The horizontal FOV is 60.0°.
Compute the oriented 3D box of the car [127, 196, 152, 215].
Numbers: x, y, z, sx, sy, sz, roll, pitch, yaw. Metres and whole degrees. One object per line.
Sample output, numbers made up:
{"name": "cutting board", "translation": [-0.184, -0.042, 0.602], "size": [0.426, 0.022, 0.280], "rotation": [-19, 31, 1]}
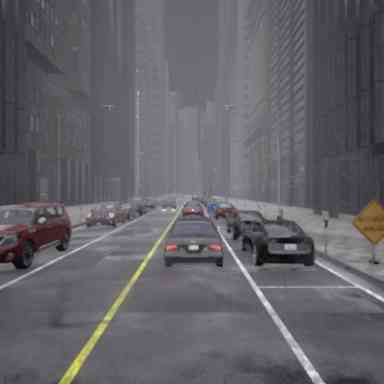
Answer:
{"name": "car", "translation": [-5.769, 1.362, 33.811], "size": [2.192, 1.841, 5.009], "rotation": [0, 0, 0]}

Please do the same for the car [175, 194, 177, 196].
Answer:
{"name": "car", "translation": [-5.782, 1.463, 84.296], "size": [2.192, 1.841, 5.009], "rotation": [0, 0, 0]}

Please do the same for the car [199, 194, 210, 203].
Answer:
{"name": "car", "translation": [2.746, 1.438, 73.092], "size": [2.192, 1.841, 5.009], "rotation": [0, 0, 0]}

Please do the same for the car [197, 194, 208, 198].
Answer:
{"name": "car", "translation": [2.747, 1.425, 67.482], "size": [2.192, 1.841, 5.009], "rotation": [0, 0, 0]}

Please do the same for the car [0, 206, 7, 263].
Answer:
{"name": "car", "translation": [-5.762, 1.322, 5.764], "size": [2.192, 1.841, 5.009], "rotation": [0, 0, 0]}

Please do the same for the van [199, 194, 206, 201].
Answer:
{"name": "van", "translation": [2.742, 1.502, 89.919], "size": [1.690, 1.788, 3.998], "rotation": [0, 0, 0]}

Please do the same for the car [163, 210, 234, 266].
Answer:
{"name": "car", "translation": [0.063, 1.562, 11.558], "size": [2.033, 1.411, 5.357], "rotation": [0, 0, 0]}

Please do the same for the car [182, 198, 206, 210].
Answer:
{"name": "car", "translation": [0.080, 1.608, 32.007], "size": [1.994, 1.385, 4.181], "rotation": [0, 0, 0]}

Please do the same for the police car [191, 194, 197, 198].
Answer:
{"name": "police car", "translation": [0.881, 1.562, 79.372], "size": [1.930, 1.638, 5.238], "rotation": [0, 0, 0]}

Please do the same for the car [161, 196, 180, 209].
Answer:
{"name": "car", "translation": [-3.105, 1.614, 46.093], "size": [2.033, 1.411, 5.357], "rotation": [0, 0, 0]}

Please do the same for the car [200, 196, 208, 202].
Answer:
{"name": "car", "translation": [2.744, 1.661, 78.871], "size": [1.752, 1.417, 4.829], "rotation": [0, 0, 0]}

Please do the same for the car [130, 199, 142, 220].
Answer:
{"name": "car", "translation": [-5.768, 1.589, 28.201], "size": [2.008, 1.369, 4.403], "rotation": [0, 0, 0]}

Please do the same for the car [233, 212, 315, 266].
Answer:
{"name": "car", "translation": [2.761, 1.580, 11.391], "size": [1.947, 1.339, 4.313], "rotation": [0, 0, 0]}

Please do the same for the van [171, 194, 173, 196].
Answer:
{"name": "van", "translation": [-5.779, 1.464, 73.077], "size": [1.690, 1.788, 3.998], "rotation": [0, 0, 0]}

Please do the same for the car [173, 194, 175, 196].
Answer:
{"name": "car", "translation": [-5.781, 1.575, 78.686], "size": [1.967, 1.590, 4.097], "rotation": [0, 0, 0]}

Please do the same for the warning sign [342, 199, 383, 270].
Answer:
{"name": "warning sign", "translation": [5.063, 1.126, 9.264], "size": [1.300, 1.860, 1.060], "rotation": [0, 0, 0]}

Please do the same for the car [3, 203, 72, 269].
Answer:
{"name": "car", "translation": [-5.764, 1.329, 11.372], "size": [2.192, 1.841, 5.009], "rotation": [0, 0, 0]}

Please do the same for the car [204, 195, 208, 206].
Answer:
{"name": "car", "translation": [2.754, 1.495, 39.437], "size": [1.967, 1.590, 4.097], "rotation": [0, 0, 0]}

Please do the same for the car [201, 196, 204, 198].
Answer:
{"name": "car", "translation": [2.751, 1.641, 50.654], "size": [1.947, 1.339, 4.313], "rotation": [0, 0, 0]}

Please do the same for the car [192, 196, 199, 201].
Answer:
{"name": "car", "translation": [0.879, 1.685, 89.261], "size": [1.812, 1.442, 4.674], "rotation": [0, 0, 0]}

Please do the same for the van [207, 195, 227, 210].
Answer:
{"name": "van", "translation": [2.756, 1.388, 33.828], "size": [1.690, 1.788, 3.998], "rotation": [0, 0, 0]}

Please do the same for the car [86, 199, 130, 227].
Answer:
{"name": "car", "translation": [-5.767, 1.470, 22.592], "size": [1.967, 1.590, 4.097], "rotation": [0, 0, 0]}

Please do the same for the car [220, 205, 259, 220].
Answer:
{"name": "car", "translation": [2.760, 1.587, 17.000], "size": [1.947, 1.339, 4.313], "rotation": [0, 0, 0]}

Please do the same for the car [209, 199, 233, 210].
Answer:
{"name": "car", "translation": [2.757, 1.583, 28.219], "size": [1.887, 1.381, 4.507], "rotation": [0, 0, 0]}

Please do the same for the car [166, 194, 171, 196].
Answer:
{"name": "car", "translation": [-5.778, 1.635, 67.297], "size": [1.752, 1.417, 4.829], "rotation": [0, 0, 0]}

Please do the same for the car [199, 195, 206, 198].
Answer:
{"name": "car", "translation": [2.748, 1.680, 61.873], "size": [1.802, 1.307, 4.206], "rotation": [0, 0, 0]}

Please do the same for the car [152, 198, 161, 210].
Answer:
{"name": "car", "translation": [-5.772, 1.631, 45.030], "size": [1.947, 1.339, 4.313], "rotation": [0, 0, 0]}
